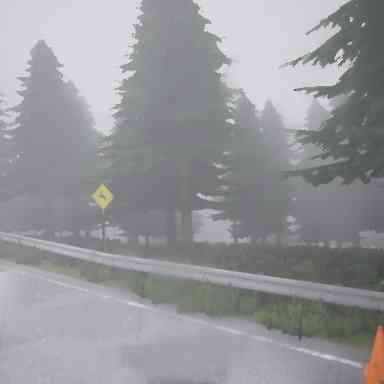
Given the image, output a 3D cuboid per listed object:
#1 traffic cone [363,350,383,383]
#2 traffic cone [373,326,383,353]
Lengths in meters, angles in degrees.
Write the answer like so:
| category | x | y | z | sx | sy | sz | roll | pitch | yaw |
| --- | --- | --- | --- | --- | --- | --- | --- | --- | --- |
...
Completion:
| category | x | y | z | sx | sy | sz | roll | pitch | yaw |
| --- | --- | --- | --- | --- | --- | --- | --- | --- | --- |
| traffic cone | 1.783 | 1.956 | 3.273 | 0.340 | 0.580 | 0.340 | 0 | 0 | 33 |
| traffic cone | 2.327 | 1.956 | 4.109 | 0.340 | 0.580 | 0.340 | 0 | 0 | 34 |
